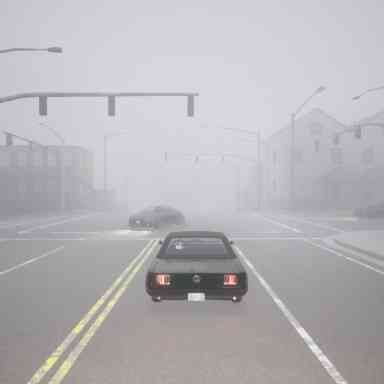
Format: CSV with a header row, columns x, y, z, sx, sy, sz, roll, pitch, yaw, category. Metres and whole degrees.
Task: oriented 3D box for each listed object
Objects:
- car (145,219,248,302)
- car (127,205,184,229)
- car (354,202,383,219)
x,y,z,sx,sy,sz,roll,pitch,yaw,category
0.102,1.601,8.199,1.895,1.301,4.718,0,0,0,car
-2.180,1.538,20.903,1.994,1.385,4.181,0,0,28,car
16.025,1.563,28.165,4.181,1.385,1.994,0,0,0,car
